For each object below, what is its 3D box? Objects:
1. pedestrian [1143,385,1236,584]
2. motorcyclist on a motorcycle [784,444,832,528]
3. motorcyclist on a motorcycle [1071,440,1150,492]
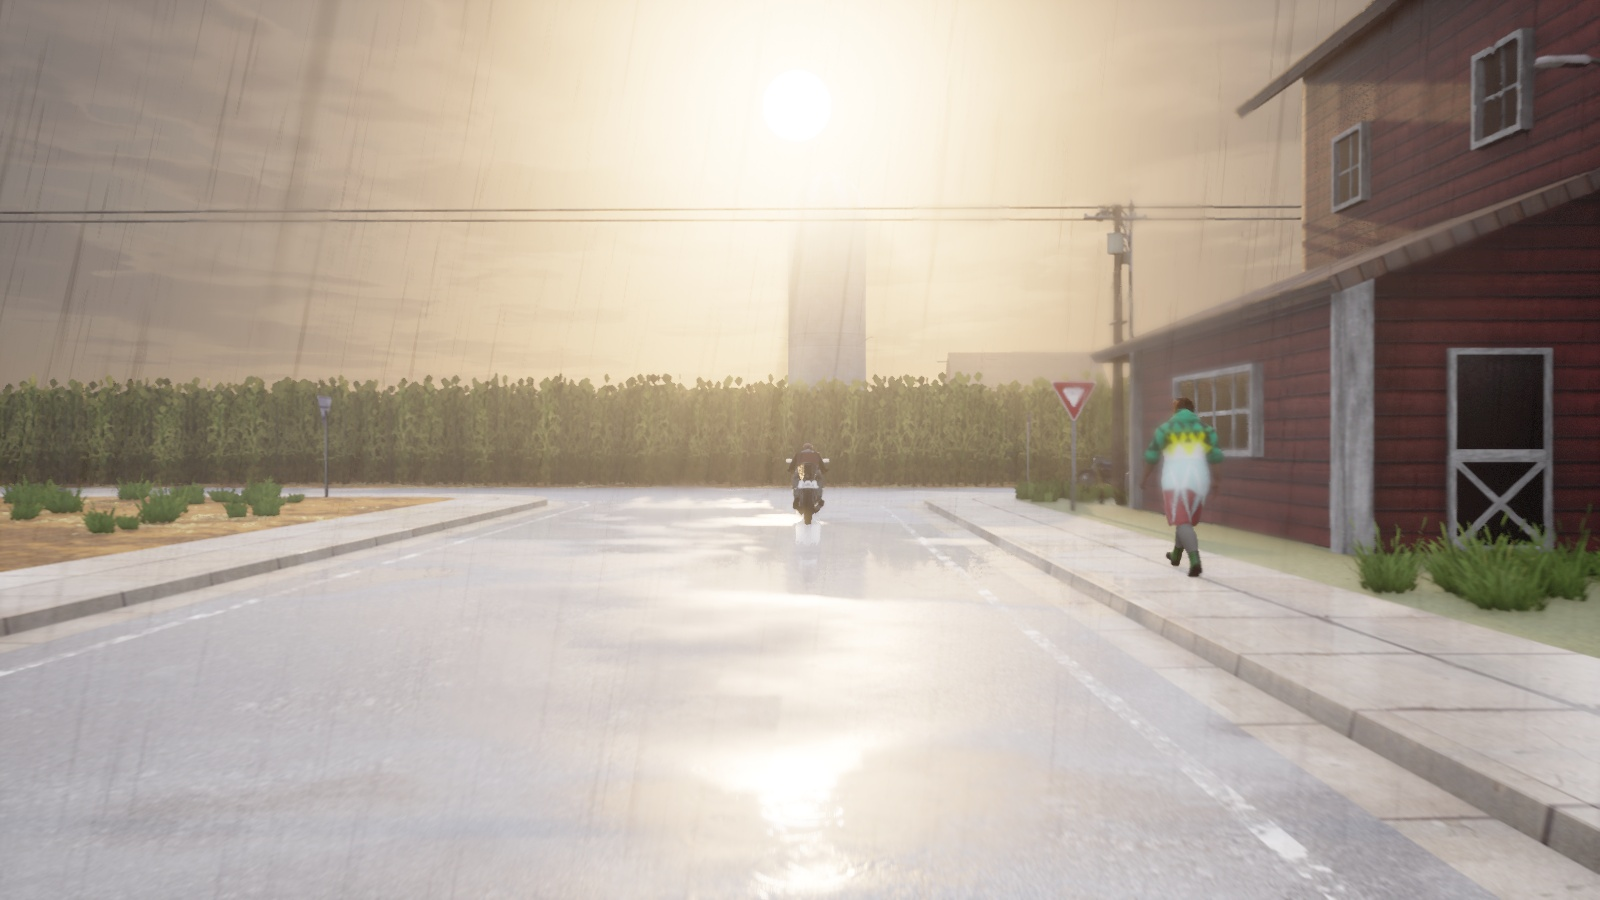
[{"bbox_3d":[3.943,0.340,12.759,0.659,1.952,0.873,0,0,-1],"label":"pedestrian"},{"bbox_3d":[0.149,0.647,23.909,0.866,1.530,2.191,0,0,0],"label":"motorcyclist on a motorcycle"},{"bbox_3d":[9.855,0.507,39.900,2.350,1.649,0.766,0,0,1],"label":"motorcyclist on a motorcycle"}]
